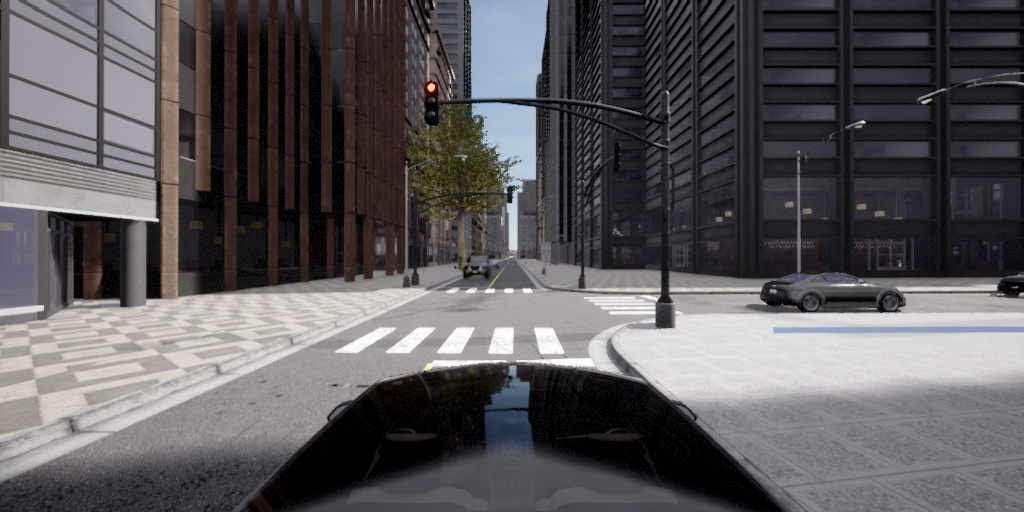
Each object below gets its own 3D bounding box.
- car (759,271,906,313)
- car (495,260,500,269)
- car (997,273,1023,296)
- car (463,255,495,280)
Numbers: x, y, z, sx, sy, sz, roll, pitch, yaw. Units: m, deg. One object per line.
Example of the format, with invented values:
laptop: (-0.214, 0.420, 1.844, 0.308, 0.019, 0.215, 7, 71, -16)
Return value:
car: (11.556, 1.252, 13.105, 4.181, 1.385, 1.994, 0, 0, 0)
car: (-2.914, 1.298, 55.196, 1.812, 1.442, 4.674, 0, 0, 1)
car: (25.158, 1.154, 16.197, 4.892, 1.490, 1.837, 0, 0, 0)
car: (-3.015, 0.964, 32.017, 2.150, 2.045, 5.566, 0, 0, 0)
